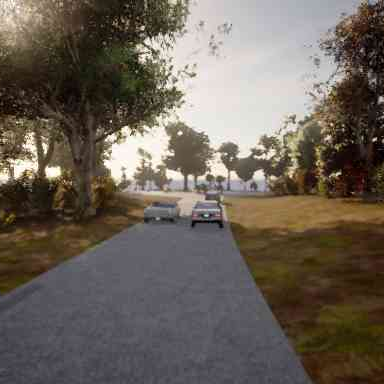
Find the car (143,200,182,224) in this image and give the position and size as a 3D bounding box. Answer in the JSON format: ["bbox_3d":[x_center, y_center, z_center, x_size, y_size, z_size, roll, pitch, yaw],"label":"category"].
[{"bbox_3d":[-1.844,1.195,21.696,1.895,1.301,4.718,2,2,4],"label":"car"}]

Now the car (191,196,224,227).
[{"bbox_3d":[0.943,1.216,20.197,2.033,1.411,5.357,0,2,4],"label":"car"}]

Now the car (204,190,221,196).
[{"bbox_3d":[2.434,0.526,39.446,1.812,1.442,4.674,0,2,4],"label":"car"}]
